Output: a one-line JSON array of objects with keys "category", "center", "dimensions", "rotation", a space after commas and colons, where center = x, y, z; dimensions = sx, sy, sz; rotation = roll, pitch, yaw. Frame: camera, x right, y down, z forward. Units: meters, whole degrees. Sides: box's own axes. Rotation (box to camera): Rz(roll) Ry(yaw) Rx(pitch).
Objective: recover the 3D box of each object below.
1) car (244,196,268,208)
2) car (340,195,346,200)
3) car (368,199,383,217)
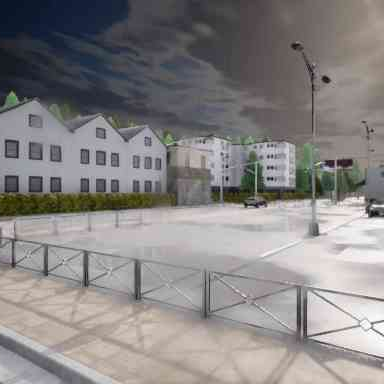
[{"category": "car", "center": [8.392, 1.300, 43.343], "dimensions": [2.128, 1.511, 4.902], "rotation": [0, 0, 33]}, {"category": "car", "center": [38.242, 1.361, 85.610], "dimensions": [1.994, 1.385, 4.181], "rotation": [0, 0, 35]}, {"category": "car", "center": [15.469, 1.298, 26.777], "dimensions": [2.007, 1.523, 4.514], "rotation": [0, 0, 35]}]
